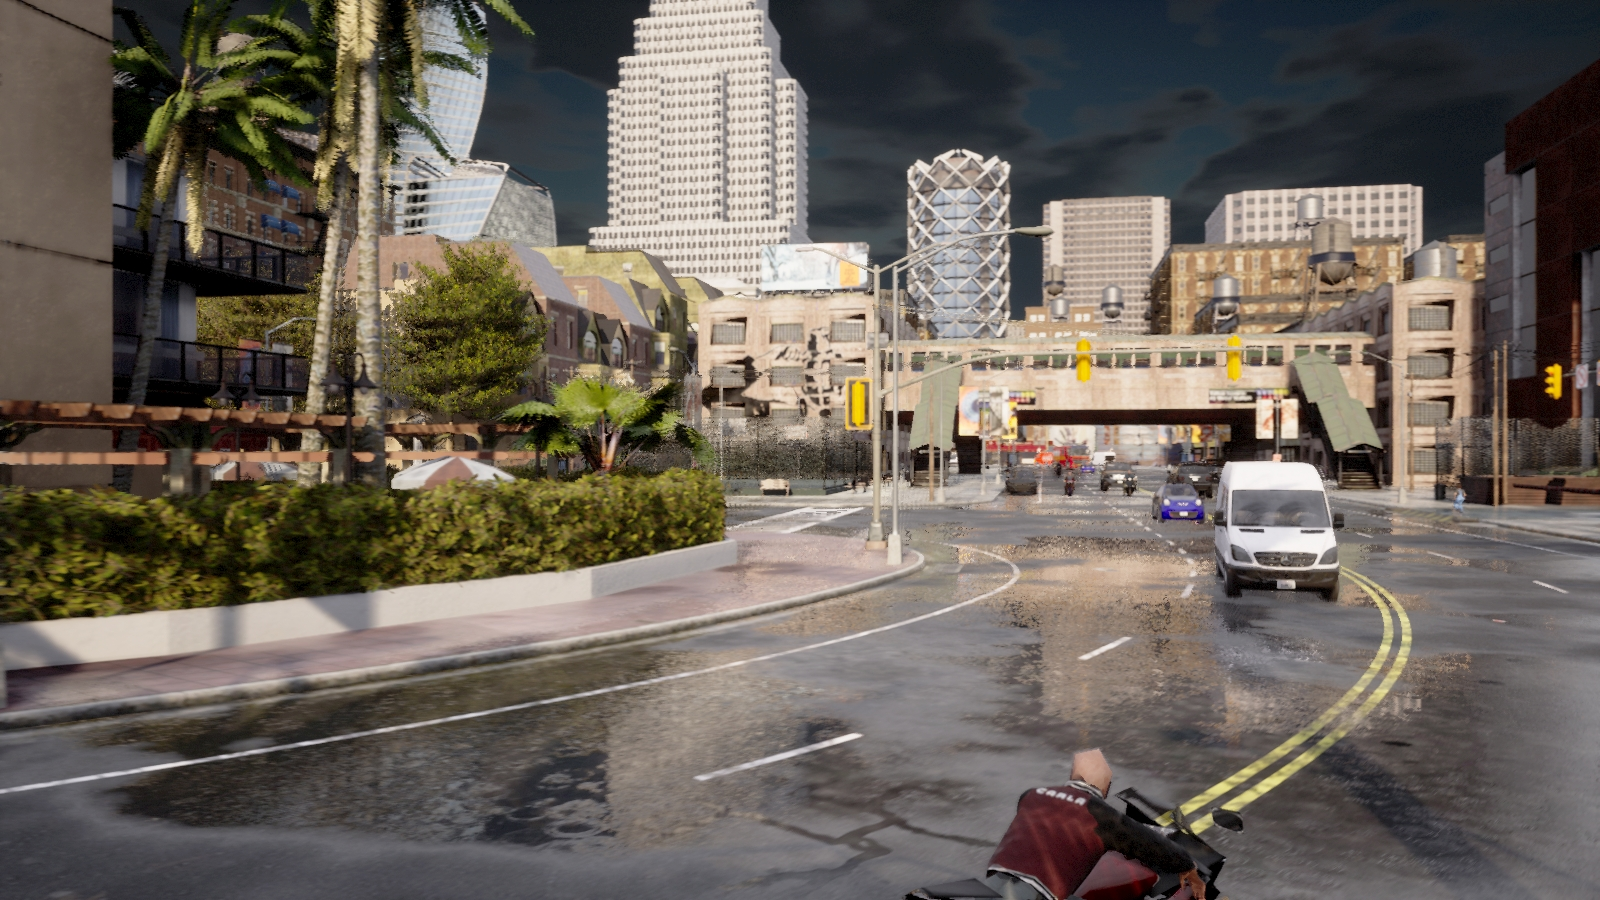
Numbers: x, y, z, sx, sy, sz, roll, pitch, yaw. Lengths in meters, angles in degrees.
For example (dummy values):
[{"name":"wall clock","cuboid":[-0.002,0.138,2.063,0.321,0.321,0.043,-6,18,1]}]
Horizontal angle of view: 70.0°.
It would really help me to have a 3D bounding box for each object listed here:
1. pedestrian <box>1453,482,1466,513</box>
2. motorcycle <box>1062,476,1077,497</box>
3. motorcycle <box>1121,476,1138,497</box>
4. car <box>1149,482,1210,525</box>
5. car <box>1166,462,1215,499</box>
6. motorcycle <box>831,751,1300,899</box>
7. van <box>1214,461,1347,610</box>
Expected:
[{"name":"pedestrian","cuboid":[27.822,1.988,48.203,0.375,1.300,0.375,0,0,9]},{"name":"motorcycle","cuboid":[16.525,2.229,70.014,0.867,1.251,2.209,0,0,12]},{"name":"motorcycle","cuboid":[19.909,2.205,69.094,0.856,1.236,1.805,0,0,12]},{"name":"car","cuboid":[14.686,2.052,44.383,1.845,1.501,3.633,0,0,12]},{"name":"car","cuboid":[23.410,1.801,68.738,2.150,2.045,5.566,0,0,12]},{"name":"motorcycle","cuboid":[1.238,2.207,4.949,2.209,1.251,0.867,0,-1,-42]},{"name":"van","cuboid":[9.614,1.542,23.294,1.988,2.561,5.915,0,0,18]}]
